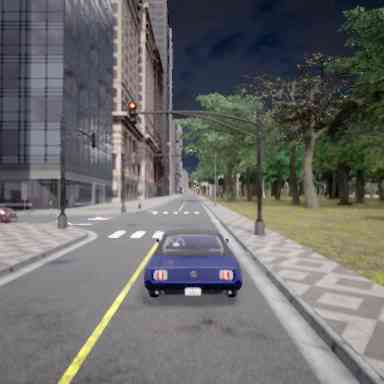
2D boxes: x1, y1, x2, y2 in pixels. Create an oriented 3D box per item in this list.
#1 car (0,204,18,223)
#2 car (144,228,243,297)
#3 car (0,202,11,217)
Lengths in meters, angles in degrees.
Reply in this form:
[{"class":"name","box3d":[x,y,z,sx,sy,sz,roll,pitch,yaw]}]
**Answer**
[{"class":"car","box3d":[-13.514,1.255,21.418,4.097,1.590,1.967,0,-1,-1]},{"class":"car","box3d":[0.014,1.560,8.412,1.895,1.301,4.718,0,0,0]},{"class":"car","box3d":[-18.966,1.562,29.939,4.313,1.339,1.947,0,-1,0]}]
